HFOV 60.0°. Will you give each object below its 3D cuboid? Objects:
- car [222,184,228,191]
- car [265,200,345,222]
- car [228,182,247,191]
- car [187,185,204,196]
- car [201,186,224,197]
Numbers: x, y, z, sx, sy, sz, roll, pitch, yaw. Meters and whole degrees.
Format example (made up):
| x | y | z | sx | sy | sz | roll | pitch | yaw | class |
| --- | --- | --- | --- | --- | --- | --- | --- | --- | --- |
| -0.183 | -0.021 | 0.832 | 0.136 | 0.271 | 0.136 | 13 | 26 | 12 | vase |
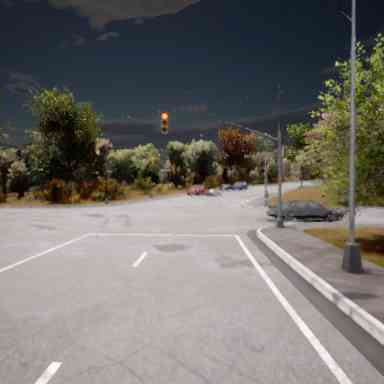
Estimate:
| x | y | z | sx | sy | sz | roll | pitch | yaw | class |
| --- | --- | --- | --- | --- | --- | --- | --- | --- | --- |
| 8.105 | -1.068 | 79.652 | 1.812 | 1.442 | 4.674 | 0 | 4 | 30 | car |
| 7.741 | 1.241 | 22.519 | 5.357 | 1.411 | 2.033 | 0 | 1 | 3 | car |
| 11.132 | -1.347 | 77.888 | 2.150 | 2.045 | 5.566 | 0 | 4 | 30 | car |
| 0.863 | -0.285 | 65.783 | 2.150 | 2.045 | 5.566 | 0 | 4 | 23 | car |
| 3.976 | 0.132 | 64.147 | 1.895 | 1.301 | 4.718 | 0 | 4 | 23 | car |
